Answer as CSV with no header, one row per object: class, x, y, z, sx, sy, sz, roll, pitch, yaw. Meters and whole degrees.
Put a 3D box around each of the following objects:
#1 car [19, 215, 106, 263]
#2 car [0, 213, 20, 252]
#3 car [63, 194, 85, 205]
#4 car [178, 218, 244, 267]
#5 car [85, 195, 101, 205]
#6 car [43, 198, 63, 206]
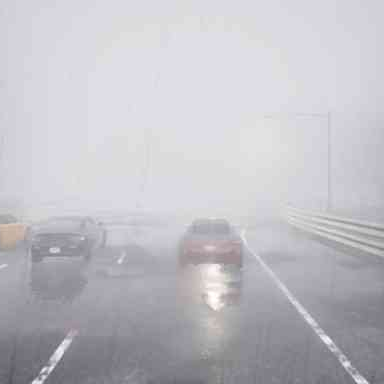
car,-4.302,1.542,12.064,1.812,1.442,4.674,0,0,-7
car,-7.936,1.510,12.979,1.882,1.535,5.008,0,0,-7
car,-21.503,1.308,59.558,2.150,2.045,5.566,0,0,-36
car,0.648,1.560,11.417,1.994,1.385,4.181,0,0,3
car,-18.543,1.424,61.433,2.097,1.767,4.553,0,0,-36
car,-24.408,1.660,57.611,1.994,1.385,4.181,0,0,-36
